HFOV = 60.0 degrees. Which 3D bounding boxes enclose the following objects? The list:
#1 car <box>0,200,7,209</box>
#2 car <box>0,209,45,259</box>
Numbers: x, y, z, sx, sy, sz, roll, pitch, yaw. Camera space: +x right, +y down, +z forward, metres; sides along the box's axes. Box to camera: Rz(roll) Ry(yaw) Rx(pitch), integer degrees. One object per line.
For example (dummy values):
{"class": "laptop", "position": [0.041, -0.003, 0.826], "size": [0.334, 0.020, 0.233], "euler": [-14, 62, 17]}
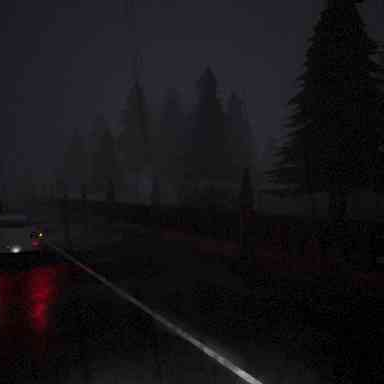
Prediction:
{"class": "car", "position": [-14.761, 1.291, 24.349], "size": [2.097, 1.767, 4.553], "euler": [0, 0, -33]}
{"class": "car", "position": [-6.443, 1.496, 11.728], "size": [1.812, 1.442, 4.674], "euler": [0, 0, -33]}
